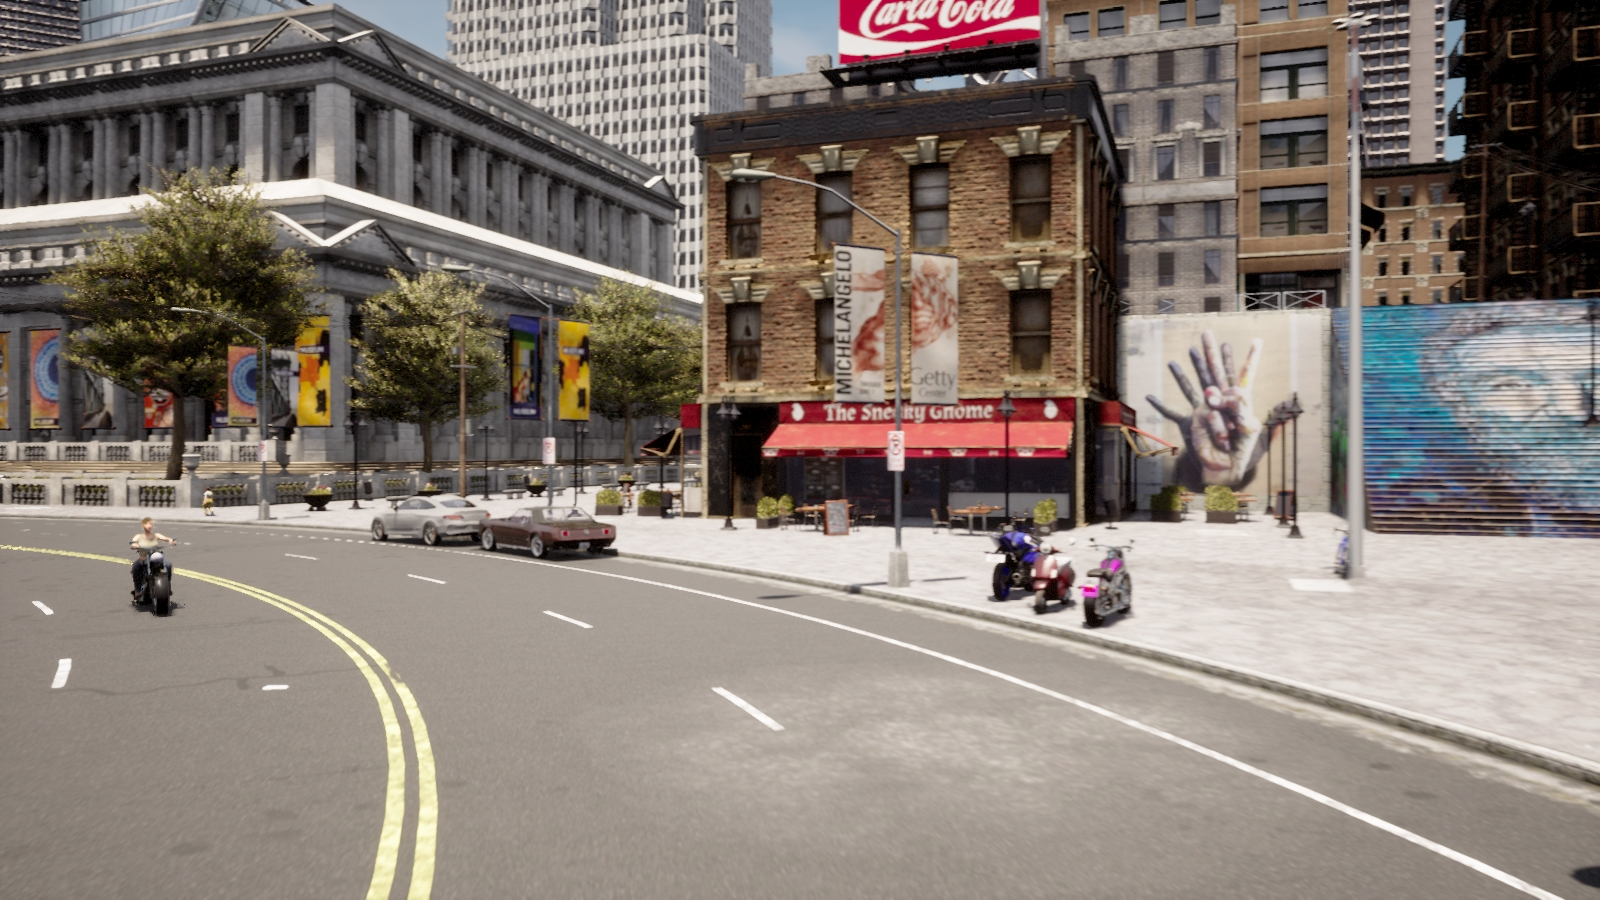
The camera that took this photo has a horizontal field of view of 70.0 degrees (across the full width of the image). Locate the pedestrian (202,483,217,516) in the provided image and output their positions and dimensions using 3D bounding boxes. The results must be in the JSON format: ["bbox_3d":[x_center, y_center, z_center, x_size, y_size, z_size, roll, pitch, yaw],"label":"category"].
[{"bbox_3d":[-23.599,1.989,45.662,0.375,1.300,0.375,0,0,22],"label":"pedestrian"}]
